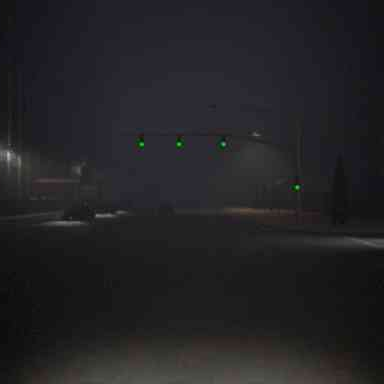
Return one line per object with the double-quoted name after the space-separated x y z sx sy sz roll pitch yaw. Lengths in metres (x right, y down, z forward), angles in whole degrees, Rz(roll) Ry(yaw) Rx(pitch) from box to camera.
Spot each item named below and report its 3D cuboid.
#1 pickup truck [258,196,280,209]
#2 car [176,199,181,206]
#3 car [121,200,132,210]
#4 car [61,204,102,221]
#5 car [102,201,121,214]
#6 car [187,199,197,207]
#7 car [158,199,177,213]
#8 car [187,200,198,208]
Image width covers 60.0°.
13.122 1.684 55.995 2.390 2.098 6.274 0 -1 31 "pickup truck"
-3.494 2.312 70.718 1.812 1.442 4.674 0 -1 0 "car"
-10.568 2.070 51.955 2.128 1.511 4.902 0 -1 0 "car"
-10.586 1.901 31.716 2.033 1.411 5.357 0 -1 0 "car"
-10.588 2.027 41.589 1.994 1.385 4.181 0 -1 0 "car"
0.001 2.329 70.781 2.033 1.411 5.357 0 -1 0 "car"
-3.402 2.062 44.699 1.994 1.385 4.181 0 -1 0 "car"
0.100 2.281 60.987 1.895 1.301 4.718 0 -1 0 "car"
